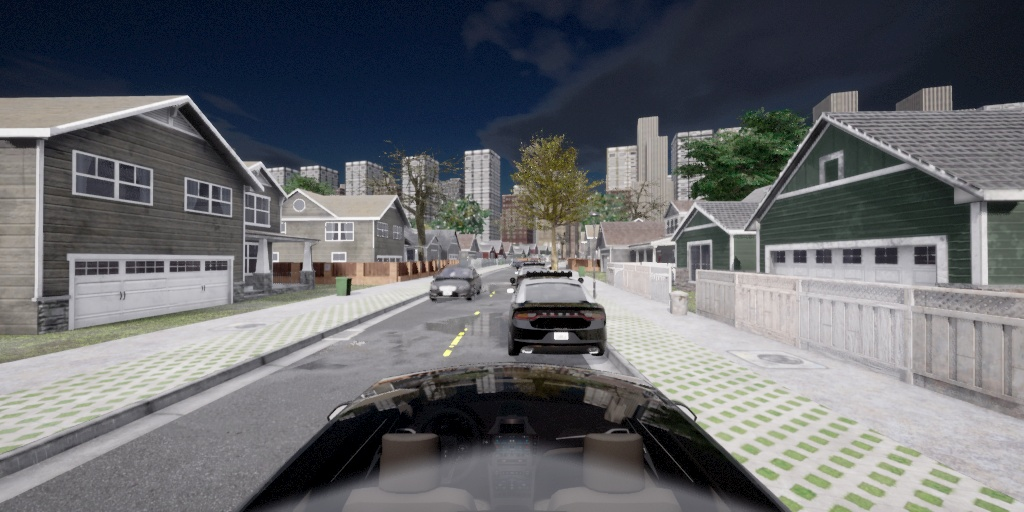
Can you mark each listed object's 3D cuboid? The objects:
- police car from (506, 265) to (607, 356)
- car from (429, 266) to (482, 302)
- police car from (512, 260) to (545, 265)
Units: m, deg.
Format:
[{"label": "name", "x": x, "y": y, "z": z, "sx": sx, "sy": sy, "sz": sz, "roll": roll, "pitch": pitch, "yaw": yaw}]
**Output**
[{"label": "police car", "x": 0.891, "y": 1.177, "z": 8.762, "sx": 1.930, "sy": 1.638, "sz": 5.238, "roll": 0, "pitch": 0, "yaw": 1}, {"label": "car", "x": -2.538, "y": 1.248, "z": 17.022, "sx": 2.128, "sy": 1.511, "sz": 4.902, "roll": 0, "pitch": 0, "yaw": 2}, {"label": "police car", "x": 1.166, "y": 1.182, "z": 18.715, "sx": 1.930, "sy": 1.638, "sz": 5.238, "roll": 0, "pitch": 0, "yaw": 2}]
